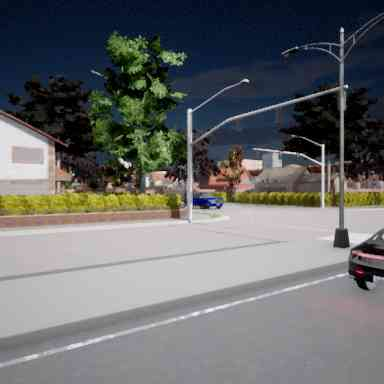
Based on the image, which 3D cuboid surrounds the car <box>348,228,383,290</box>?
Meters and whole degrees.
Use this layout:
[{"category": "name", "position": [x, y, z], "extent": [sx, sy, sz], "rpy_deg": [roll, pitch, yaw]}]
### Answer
[{"category": "car", "position": [5.592, 1.473, 7.733], "extent": [4.902, 1.511, 2.128], "rpy_deg": [0, 0, -35]}]

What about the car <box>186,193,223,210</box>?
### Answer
[{"category": "car", "position": [1.499, 1.113, 41.703], "extent": [2.150, 2.045, 5.566], "rpy_deg": [0, 0, -36]}]

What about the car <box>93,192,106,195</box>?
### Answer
[{"category": "car", "position": [-19.465, 1.026, 70.905], "extent": [2.150, 2.045, 5.566], "rpy_deg": [0, 0, -36]}]
